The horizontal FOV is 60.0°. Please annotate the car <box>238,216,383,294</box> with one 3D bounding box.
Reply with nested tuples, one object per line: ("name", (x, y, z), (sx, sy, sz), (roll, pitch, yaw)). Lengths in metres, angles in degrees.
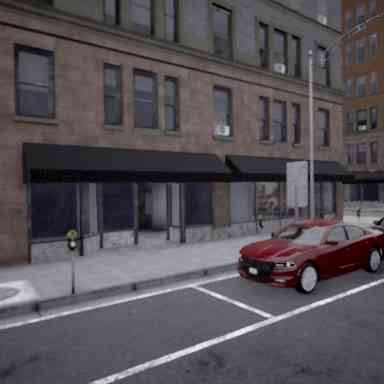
("car", (3.138, 1.404, 8.429), (4.507, 1.381, 1.887), (-1, 1, -35))
